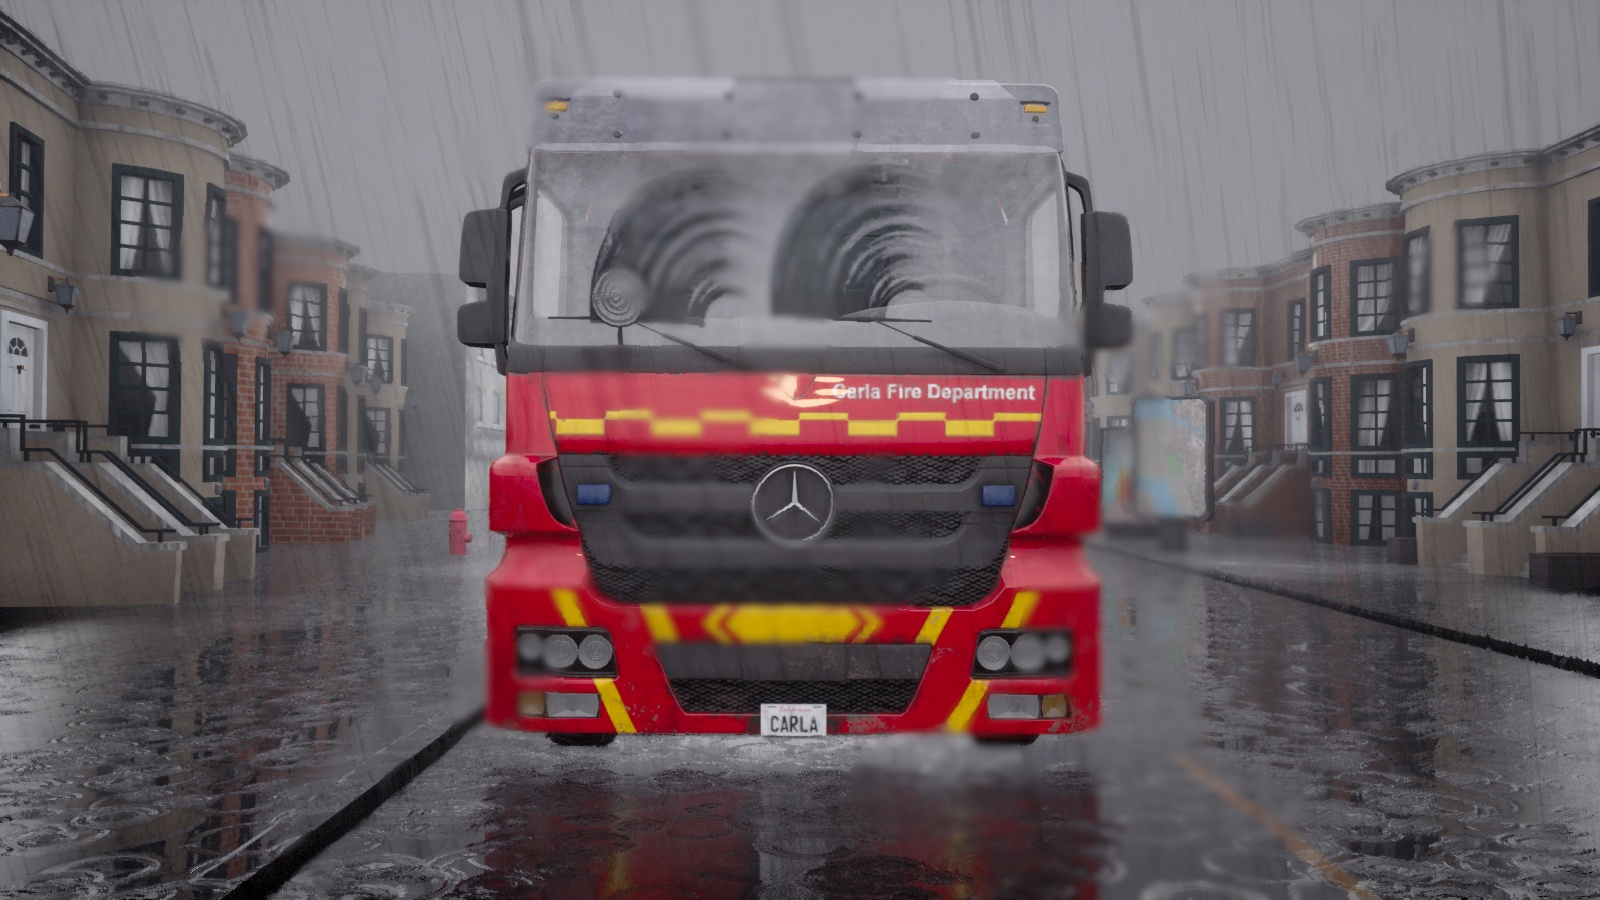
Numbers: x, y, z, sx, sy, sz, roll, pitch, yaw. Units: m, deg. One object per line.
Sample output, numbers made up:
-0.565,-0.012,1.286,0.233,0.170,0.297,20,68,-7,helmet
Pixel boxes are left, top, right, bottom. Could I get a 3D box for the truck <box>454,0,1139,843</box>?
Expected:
-0.032,-0.190,9.565,2.891,3.827,8.468,0,-1,0,truck
